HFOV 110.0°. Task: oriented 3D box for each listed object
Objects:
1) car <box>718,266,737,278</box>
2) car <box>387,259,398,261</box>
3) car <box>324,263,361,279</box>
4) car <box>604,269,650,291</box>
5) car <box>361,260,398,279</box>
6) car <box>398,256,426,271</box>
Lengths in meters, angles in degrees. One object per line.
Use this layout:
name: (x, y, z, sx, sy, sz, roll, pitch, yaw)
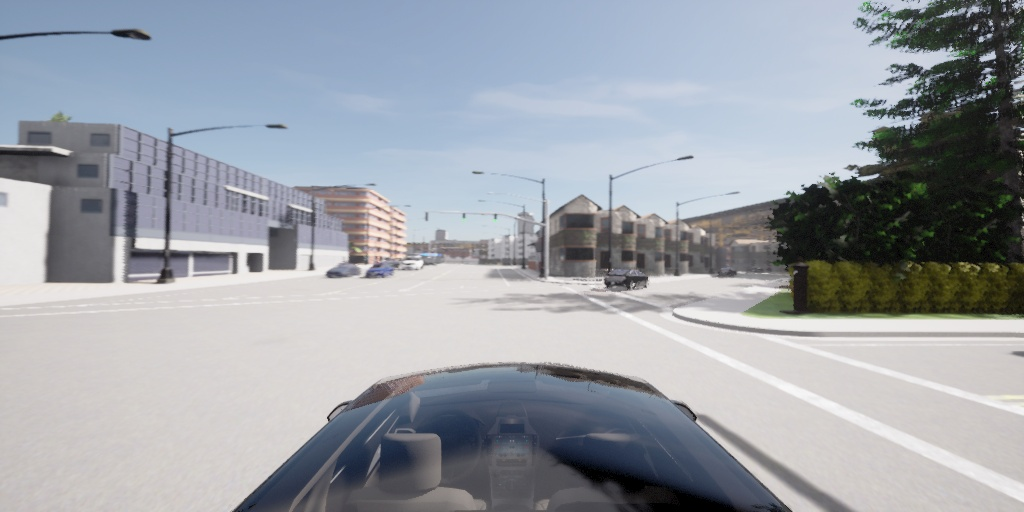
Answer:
car: (31.969, 2.421, 53.234, 2.128, 1.511, 4.902, 0, -1, 41)
car: (-17.780, 1.223, 52.738, 2.128, 1.511, 4.902, 1, 1, -3)
car: (-16.645, 1.434, 35.750, 2.033, 1.411, 5.357, 1, 0, -4)
car: (8.482, 1.705, 26.246, 2.128, 1.511, 4.902, 0, -1, 41)
car: (-13.146, 1.462, 35.877, 1.812, 1.442, 4.674, 1, 0, -4)
car: (-14.175, 1.028, 51.198, 2.150, 2.045, 5.566, 1, 1, -4)
